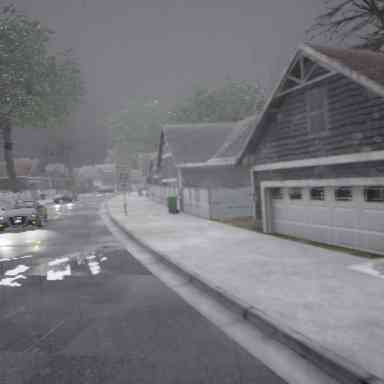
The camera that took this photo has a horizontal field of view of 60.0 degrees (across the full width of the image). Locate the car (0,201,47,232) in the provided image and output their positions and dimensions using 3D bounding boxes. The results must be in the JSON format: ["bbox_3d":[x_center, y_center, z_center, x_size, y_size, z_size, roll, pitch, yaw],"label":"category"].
[{"bbox_3d":[-9.096,1.184,18.078,1.994,1.385,4.181,-5,3,-18],"label":"car"}]

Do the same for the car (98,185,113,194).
[{"bbox_3d":[-16.309,-0.482,62.708,1.882,1.535,5.008,-4,3,1],"label":"car"}]

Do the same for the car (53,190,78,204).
[{"bbox_3d":[-13.951,0.501,36.965,2.033,1.411,5.357,-4,3,-10],"label":"car"}]
